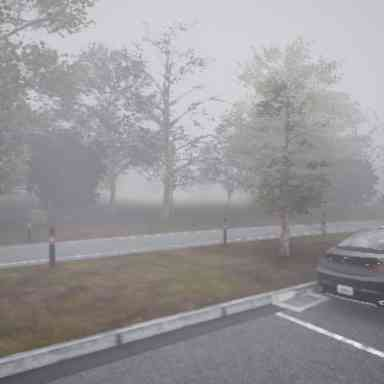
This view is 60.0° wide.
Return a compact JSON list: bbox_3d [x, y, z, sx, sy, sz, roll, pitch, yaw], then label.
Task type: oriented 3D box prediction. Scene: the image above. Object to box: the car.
[{"bbox_3d":[4.772,1.446,7.151,4.892,1.521,2.231,-1,-3,-31],"label":"car"}]
